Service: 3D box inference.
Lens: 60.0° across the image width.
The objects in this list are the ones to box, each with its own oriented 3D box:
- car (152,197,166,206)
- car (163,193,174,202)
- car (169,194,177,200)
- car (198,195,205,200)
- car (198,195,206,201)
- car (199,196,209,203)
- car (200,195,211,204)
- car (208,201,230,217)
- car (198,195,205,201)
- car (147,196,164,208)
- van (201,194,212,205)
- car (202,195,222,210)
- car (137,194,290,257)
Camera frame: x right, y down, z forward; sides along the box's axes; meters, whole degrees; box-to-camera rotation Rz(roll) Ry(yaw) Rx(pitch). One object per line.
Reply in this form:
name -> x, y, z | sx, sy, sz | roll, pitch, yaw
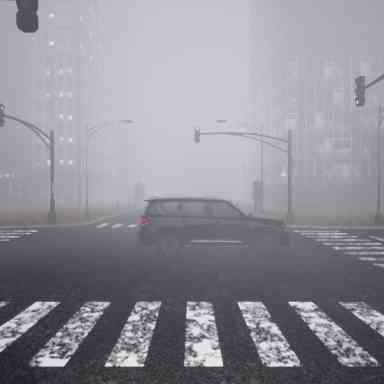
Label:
car -> -5.337, 1.552, 54.174 | 1.802, 1.307, 4.206 | -1, 0, 0
car -> -5.345, 1.266, 76.272 | 2.192, 1.841, 5.009 | -1, 0, 0
car -> -5.347, 1.375, 92.846 | 1.967, 1.590, 4.097 | -1, 0, 0
car -> 2.535, 1.480, 92.873 | 1.887, 1.381, 4.507 | -1, 0, 0
car -> 2.538, 1.528, 81.824 | 1.802, 1.307, 4.206 | -1, 0, 0
car -> 2.539, 1.501, 70.774 | 1.887, 1.381, 4.507 | -1, 0, 0
car -> 2.539, 1.401, 65.250 | 1.967, 1.590, 4.097 | -1, 0, 0
car -> 2.515, 1.566, 32.102 | 1.802, 1.307, 4.206 | -1, 0, 0
car -> 2.536, 1.466, 87.518 | 1.752, 1.417, 4.829 | -1, 0, 0
car -> -5.337, 1.414, 48.650 | 1.967, 1.590, 4.097 | -1, 0, 0
van -> 2.539, 1.307, 59.726 | 1.690, 1.788, 3.998 | -1, 0, 0
car -> 2.530, 1.293, 43.152 | 2.192, 1.841, 5.009 | -1, 0, 0
car -> 0.750, 1.224, 12.491 | 5.566, 2.045, 2.150 | 0, 0, 0
